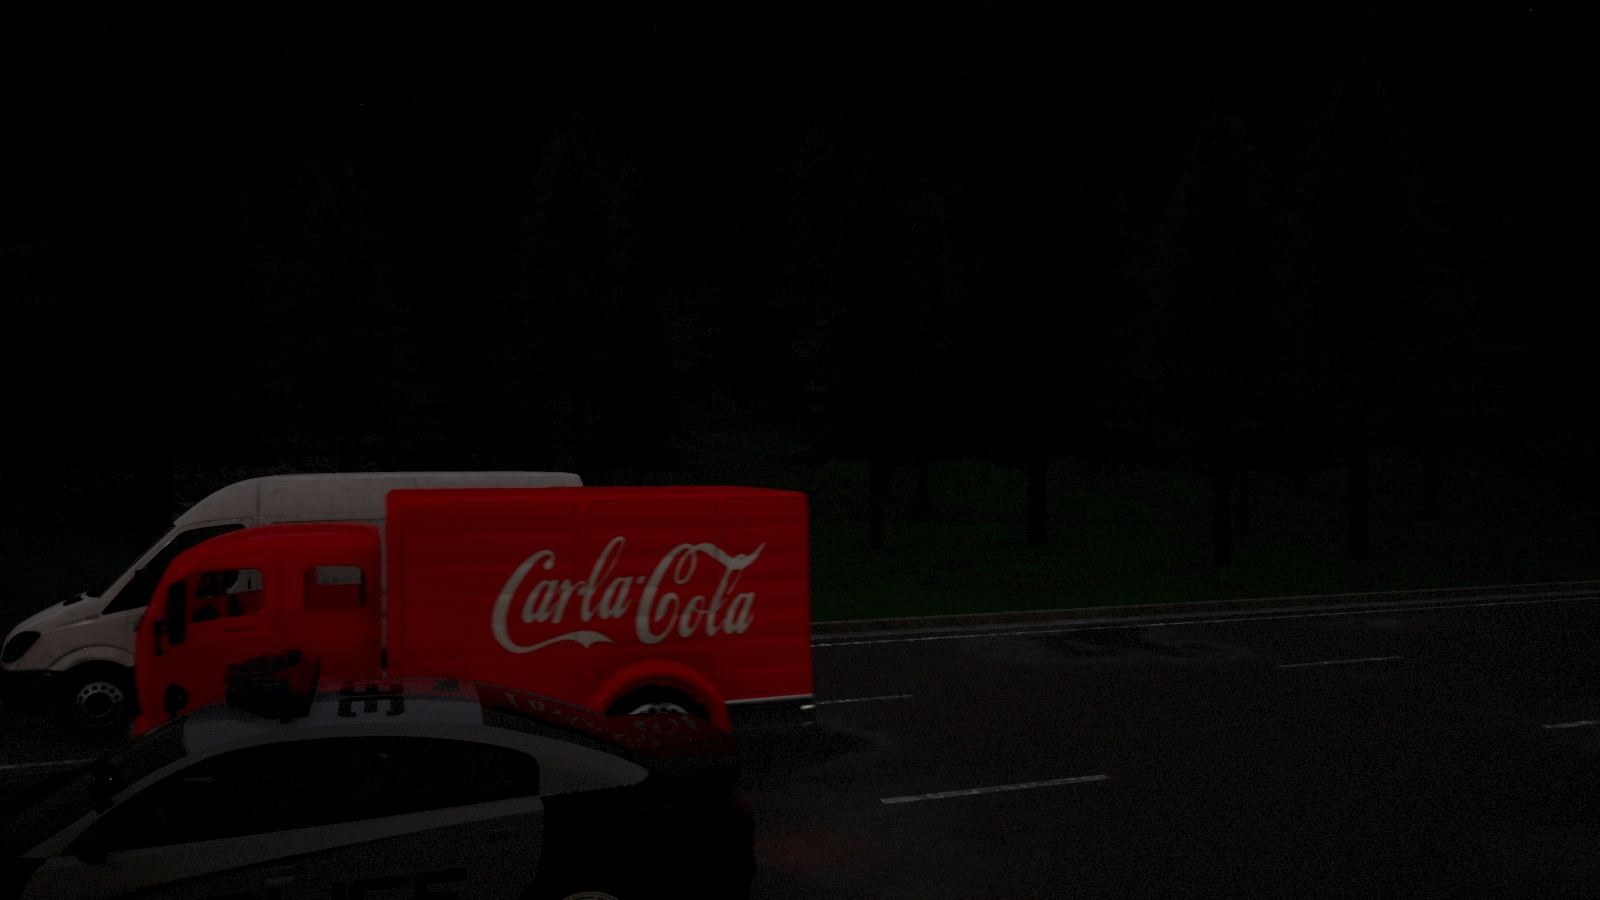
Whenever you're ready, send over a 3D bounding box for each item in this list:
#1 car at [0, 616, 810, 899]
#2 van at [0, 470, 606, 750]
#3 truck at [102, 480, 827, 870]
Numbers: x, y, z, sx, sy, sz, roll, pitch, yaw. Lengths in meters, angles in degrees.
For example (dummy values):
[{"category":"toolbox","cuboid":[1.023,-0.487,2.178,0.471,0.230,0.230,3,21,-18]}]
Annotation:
[{"category":"car","cuboid":[-2.766,1.982,6.136,5.238,1.638,2.097,0,0,-20]},{"category":"van","cuboid":[-5.250,1.534,12.548,5.915,2.561,1.988,0,0,-19]},{"category":"truck","cuboid":[-2.681,1.563,9.784,5.204,2.467,2.627,0,0,-20]}]
